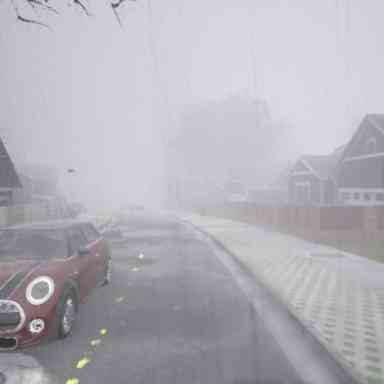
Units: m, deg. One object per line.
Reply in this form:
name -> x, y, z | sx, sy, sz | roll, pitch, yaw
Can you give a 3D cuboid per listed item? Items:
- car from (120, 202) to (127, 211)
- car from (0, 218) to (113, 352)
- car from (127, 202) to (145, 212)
car -> -12.713, 2.824, 65.310 | 2.097, 1.767, 4.553 | 0, -2, -22
car -> -3.003, 1.406, 6.565 | 2.097, 1.767, 4.553 | 0, 0, -2
car -> -9.232, 2.599, 55.800 | 1.882, 1.535, 5.008 | 0, -2, -19
